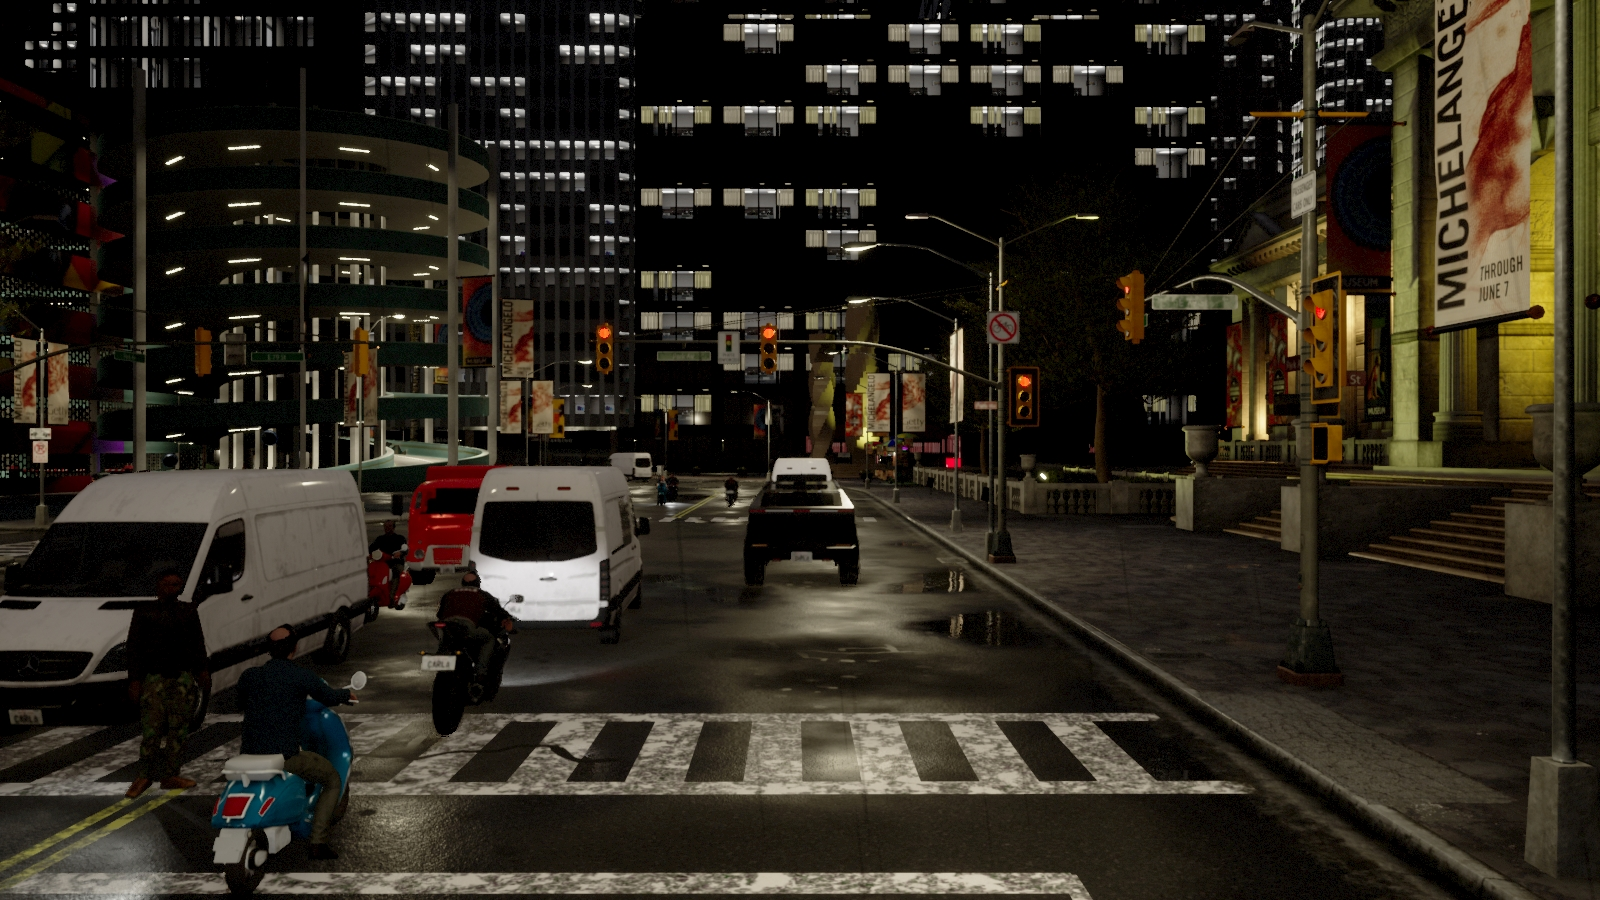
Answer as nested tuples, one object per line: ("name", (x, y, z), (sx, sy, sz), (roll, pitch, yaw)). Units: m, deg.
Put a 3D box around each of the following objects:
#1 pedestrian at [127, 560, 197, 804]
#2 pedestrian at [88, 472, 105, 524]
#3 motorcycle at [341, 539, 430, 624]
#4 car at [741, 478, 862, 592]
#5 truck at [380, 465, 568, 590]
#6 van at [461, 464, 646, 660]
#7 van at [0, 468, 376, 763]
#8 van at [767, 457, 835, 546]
("pedestrian", (-5.155, 1.848, 9.233), (0.375, 1.860, 0.375), (0, 0, 38))
("pedestrian", (-24.978, 1.698, 40.577), (0.375, 1.860, 0.375), (0, 0, 21))
("motorcycle", (-6.962, 2.182, 19.291), (0.856, 1.236, 1.805), (0, 0, 0))
("car", (0.036, 1.753, 25.652), (2.390, 2.098, 6.274), (0, 0, 0))
("truck", (-6.963, 1.582, 25.167), (2.627, 2.467, 5.204), (0, -1, 0))
("van", (-3.704, 1.534, 18.313), (1.988, 2.561, 5.915), (0, 0, -3))
("van", (-6.993, 1.535, 13.215), (1.988, 2.561, 5.915), (0, 0, 0))
("van", (0.040, 1.534, 36.360), (1.988, 2.561, 5.915), (0, 0, 0))
